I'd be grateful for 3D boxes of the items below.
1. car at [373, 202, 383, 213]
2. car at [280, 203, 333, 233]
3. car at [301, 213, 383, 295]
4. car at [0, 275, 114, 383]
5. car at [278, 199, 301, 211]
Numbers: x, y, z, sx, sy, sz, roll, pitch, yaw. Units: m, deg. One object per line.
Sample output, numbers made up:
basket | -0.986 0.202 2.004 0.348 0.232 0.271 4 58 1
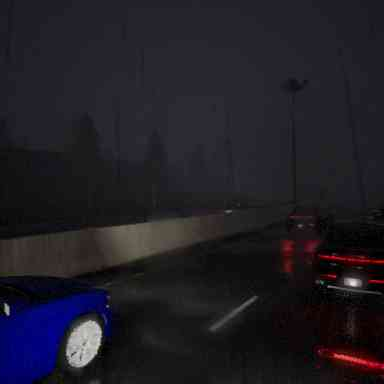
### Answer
car | 14.622 1.470 24.834 1.812 1.442 4.674 -1 0 32
car | 6.740 1.482 18.817 2.128 1.511 4.902 -1 0 32
car | 4.388 1.491 8.474 1.837 1.490 4.892 -1 0 32
car | -2.985 1.508 3.300 1.882 1.535 5.008 -1 0 32
car | 12.307 1.564 41.841 1.994 1.385 4.181 -1 0 29
